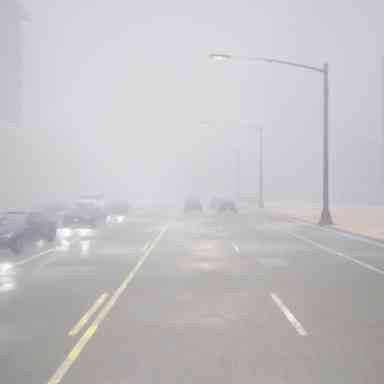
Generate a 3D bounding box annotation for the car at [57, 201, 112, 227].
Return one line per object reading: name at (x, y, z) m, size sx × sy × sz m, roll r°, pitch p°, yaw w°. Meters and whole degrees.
car at (-7.078, 1.521, 22.343) m, size 1.994 × 1.385 × 4.181 m, roll 0°, pitch 0°, yaw 0°

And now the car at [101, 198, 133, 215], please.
car at (-7.051, 1.502, 32.320) m, size 1.994 × 1.385 × 4.181 m, roll 0°, pitch 0°, yaw 0°

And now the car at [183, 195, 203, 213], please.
car at (0.114, 1.424, 35.537) m, size 2.128 × 1.511 × 4.902 m, roll 0°, pitch 0°, yaw 0°

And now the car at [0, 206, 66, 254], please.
car at (-7.082, 1.500, 13.592) m, size 1.812 × 1.442 × 4.674 m, roll 0°, pitch 0°, yaw 0°

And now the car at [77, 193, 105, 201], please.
car at (-10.530, 1.155, 34.887) m, size 2.150 × 2.045 × 5.566 m, roll 0°, pitch 0°, yaw 0°

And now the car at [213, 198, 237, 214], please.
car at (3.518, 1.440, 34.511) m, size 1.837 × 1.490 × 4.892 m, roll 0°, pitch 0°, yaw 0°

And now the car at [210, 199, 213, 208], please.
car at (3.538, 1.475, 46.537) m, size 1.994 × 1.385 × 4.181 m, roll 0°, pitch 0°, yaw 1°

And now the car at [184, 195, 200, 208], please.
car at (0.040, 1.261, 47.243) m, size 2.097 × 1.767 × 4.553 m, roll 0°, pitch 0°, yaw 0°

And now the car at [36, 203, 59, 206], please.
car at (-10.580, 1.500, 24.545) m, size 2.033 × 1.411 × 5.357 m, roll 0°, pitch 0°, yaw 0°
